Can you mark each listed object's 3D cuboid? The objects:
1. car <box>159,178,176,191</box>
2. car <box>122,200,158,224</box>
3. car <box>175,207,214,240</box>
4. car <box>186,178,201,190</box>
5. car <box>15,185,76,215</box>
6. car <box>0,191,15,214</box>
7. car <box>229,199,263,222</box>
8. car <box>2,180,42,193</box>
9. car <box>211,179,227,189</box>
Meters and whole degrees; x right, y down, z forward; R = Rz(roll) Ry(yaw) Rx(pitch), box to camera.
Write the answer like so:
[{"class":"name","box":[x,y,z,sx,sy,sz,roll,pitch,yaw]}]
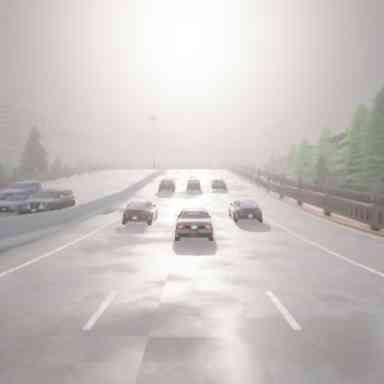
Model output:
[{"class":"car","box":[-3.261,-1.164,44.783,2.097,1.767,4.553,0,7,0]},{"class":"car","box":[-3.380,1.232,21.979,1.812,1.442,4.674,0,3,0]},{"class":"car","box":[0.102,1.477,16.741,2.033,1.411,5.357,0,2,0]},{"class":"car","box":[0.246,-1.200,46.105,1.882,1.535,5.008,0,7,0]},{"class":"car","box":[-10.530,0.748,24.974,2.150,2.045,5.566,0,3,1]},{"class":"car","box":[-14.016,0.959,26.867,1.994,1.385,4.181,0,4,1]},{"class":"car","box":[3.622,1.182,22.863,1.812,1.442,4.674,0,3,0]},{"class":"car","box":[-17.460,-0.070,34.488,2.150,2.045,5.566,0,7,1]},{"class":"car","box":[3.751,-1.219,46.961,1.994,1.385,4.181,0,7,0]}]
